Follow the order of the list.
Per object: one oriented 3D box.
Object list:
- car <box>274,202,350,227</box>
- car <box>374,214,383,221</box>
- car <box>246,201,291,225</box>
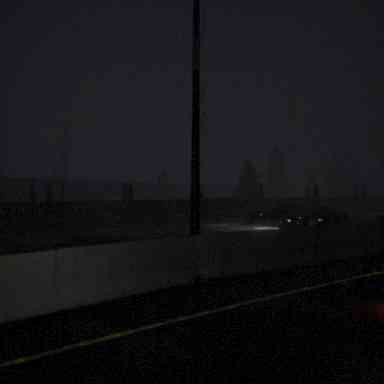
[{"bbox_3d":[7.407,1.459,19.950,4.181,1.385,1.994,0,0,-24],"label":"car"},{"bbox_3d":[11.985,1.444,18.166,4.181,1.385,1.994,0,0,-23],"label":"car"},{"bbox_3d":[6.098,1.370,23.203,5.008,1.535,1.882,0,0,-24],"label":"car"}]
